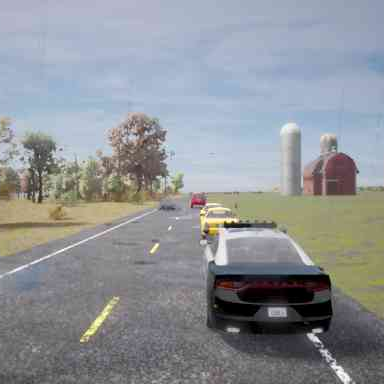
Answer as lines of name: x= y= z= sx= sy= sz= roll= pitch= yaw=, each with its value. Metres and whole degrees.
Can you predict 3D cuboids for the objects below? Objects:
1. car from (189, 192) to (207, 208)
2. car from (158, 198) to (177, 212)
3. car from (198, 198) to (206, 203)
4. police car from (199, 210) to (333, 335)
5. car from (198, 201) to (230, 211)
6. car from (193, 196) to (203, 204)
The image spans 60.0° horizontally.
car: x=0.906 y=1.212 z=47.273 sx=2.150 sy=2.045 sz=5.566 roll=0 pitch=0 yaw=0
car: x=-2.888 y=1.498 z=39.676 sx=1.837 sy=1.490 sz=4.892 roll=0 pitch=0 yaw=1
car: x=1.479 y=1.455 z=23.174 sx=1.801 sy=1.575 sz=5.366 roll=0 pitch=0 yaw=1
police car: x=1.203 y=1.426 z=7.095 sx=1.930 sy=1.638 sz=5.238 roll=0 pitch=0 yaw=1
car: x=1.376 y=1.456 z=17.174 sx=1.801 sy=1.575 sz=5.366 roll=0 pitch=0 yaw=1
car: x=1.134 y=1.483 z=64.168 sx=1.837 sy=1.490 sz=4.892 roll=0 pitch=0 yaw=1
